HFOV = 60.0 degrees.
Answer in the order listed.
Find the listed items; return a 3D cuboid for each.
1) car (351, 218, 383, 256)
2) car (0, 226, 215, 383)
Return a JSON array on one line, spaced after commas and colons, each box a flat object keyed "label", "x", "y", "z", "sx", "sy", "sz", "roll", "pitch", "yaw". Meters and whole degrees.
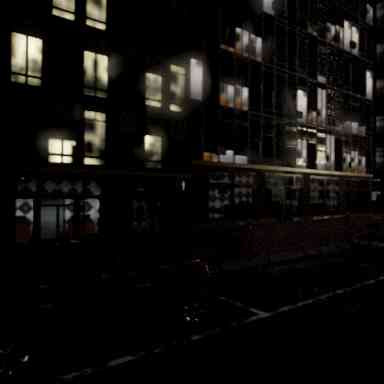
[{"label": "car", "x": 7.360, "y": 1.554, "z": 11.798, "sx": 4.206, "sy": 1.307, "sz": 1.802, "roll": 0, "pitch": 1, "yaw": -35}, {"label": "car", "x": -1.669, "y": 1.437, "z": 5.355, "sx": 4.097, "sy": 1.590, "sz": 1.967, "roll": 0, "pitch": 1, "yaw": -35}]
